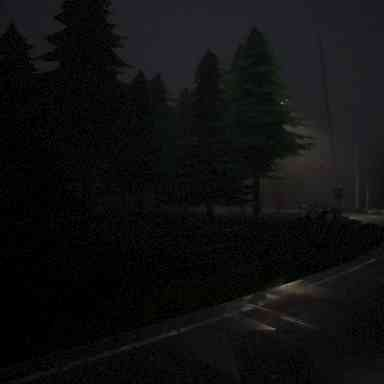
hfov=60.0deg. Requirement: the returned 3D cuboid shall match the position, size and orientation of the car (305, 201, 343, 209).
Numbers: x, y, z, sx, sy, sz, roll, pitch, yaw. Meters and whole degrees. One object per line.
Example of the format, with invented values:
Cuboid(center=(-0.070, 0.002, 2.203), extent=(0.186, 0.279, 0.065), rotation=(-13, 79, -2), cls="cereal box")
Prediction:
Cuboid(center=(13.115, 1.611, 33.251), extent=(1.812, 1.442, 4.674), rotation=(0, 0, -15), cls="car")
